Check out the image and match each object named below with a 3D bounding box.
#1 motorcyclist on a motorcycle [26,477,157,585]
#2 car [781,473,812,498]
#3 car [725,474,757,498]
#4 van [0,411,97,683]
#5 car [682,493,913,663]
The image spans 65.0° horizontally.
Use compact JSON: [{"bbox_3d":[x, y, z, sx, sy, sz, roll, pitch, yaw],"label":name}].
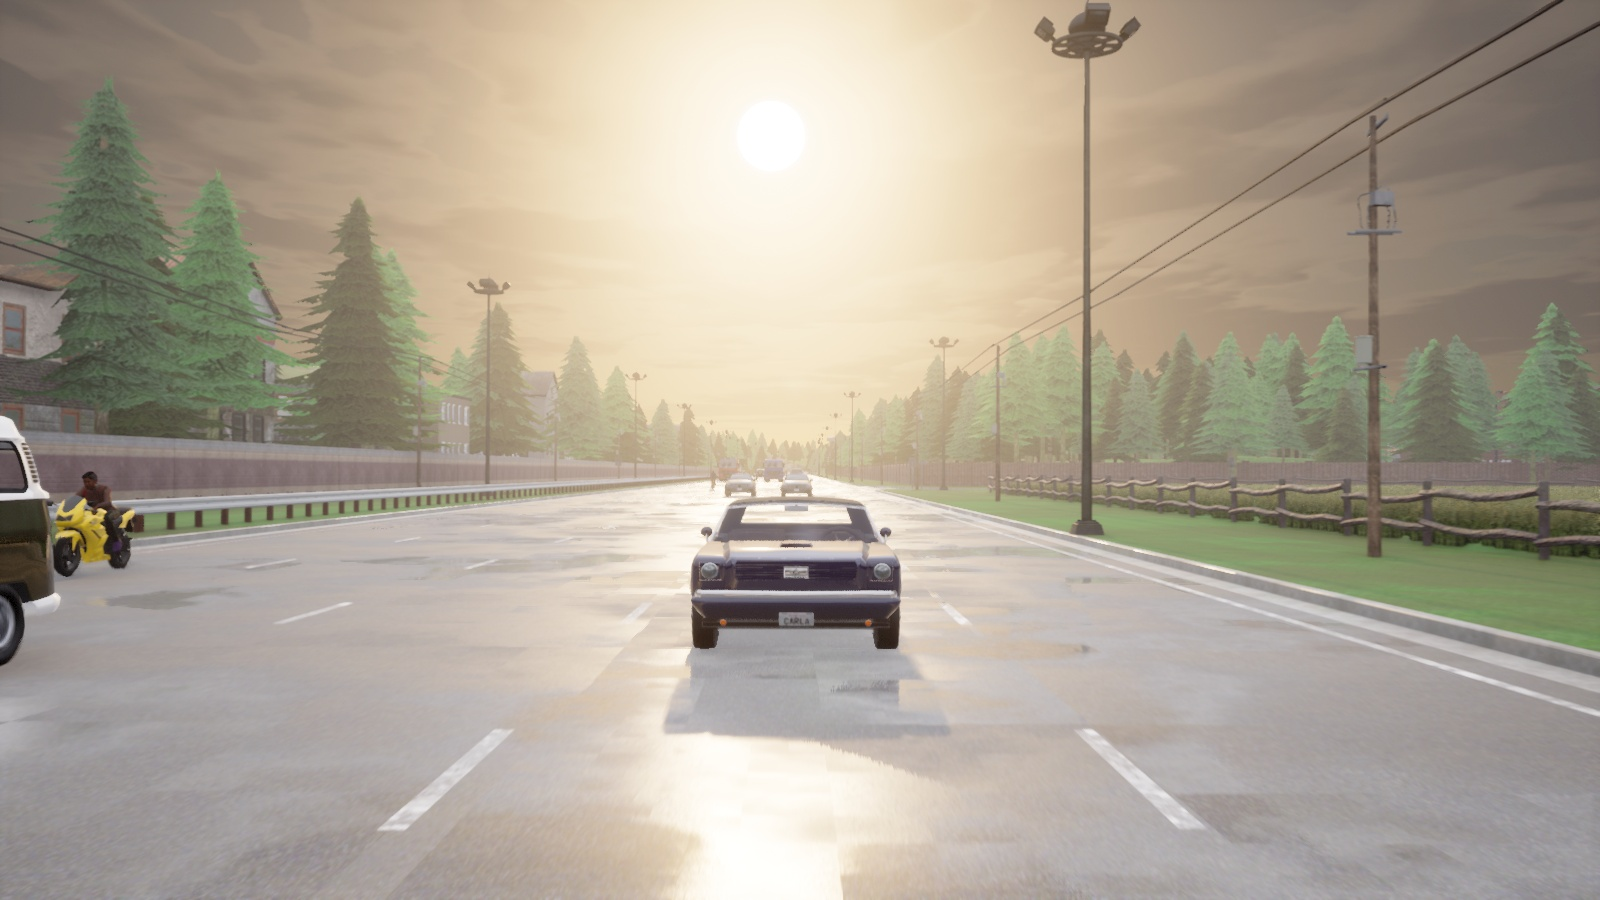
[{"bbox_3d":[-10.545,1.163,18.777,0.797,1.523,2.044,0,-1,0],"label":"motorcyclist on a motorcycle"},{"bbox_3d":[-0.183,2.146,76.014,1.812,1.442,4.674,0,-1,0],"label":"car"},{"bbox_3d":[-3.689,2.208,78.810,1.812,1.442,4.674,0,-1,0],"label":"car"},{"bbox_3d":[-7.021,0.712,8.437,2.069,2.038,4.480,0,-1,0],"label":"van"},{"bbox_3d":[-0.030,1.134,12.679,1.895,1.301,4.718,0,-1,0],"label":"car"}]
